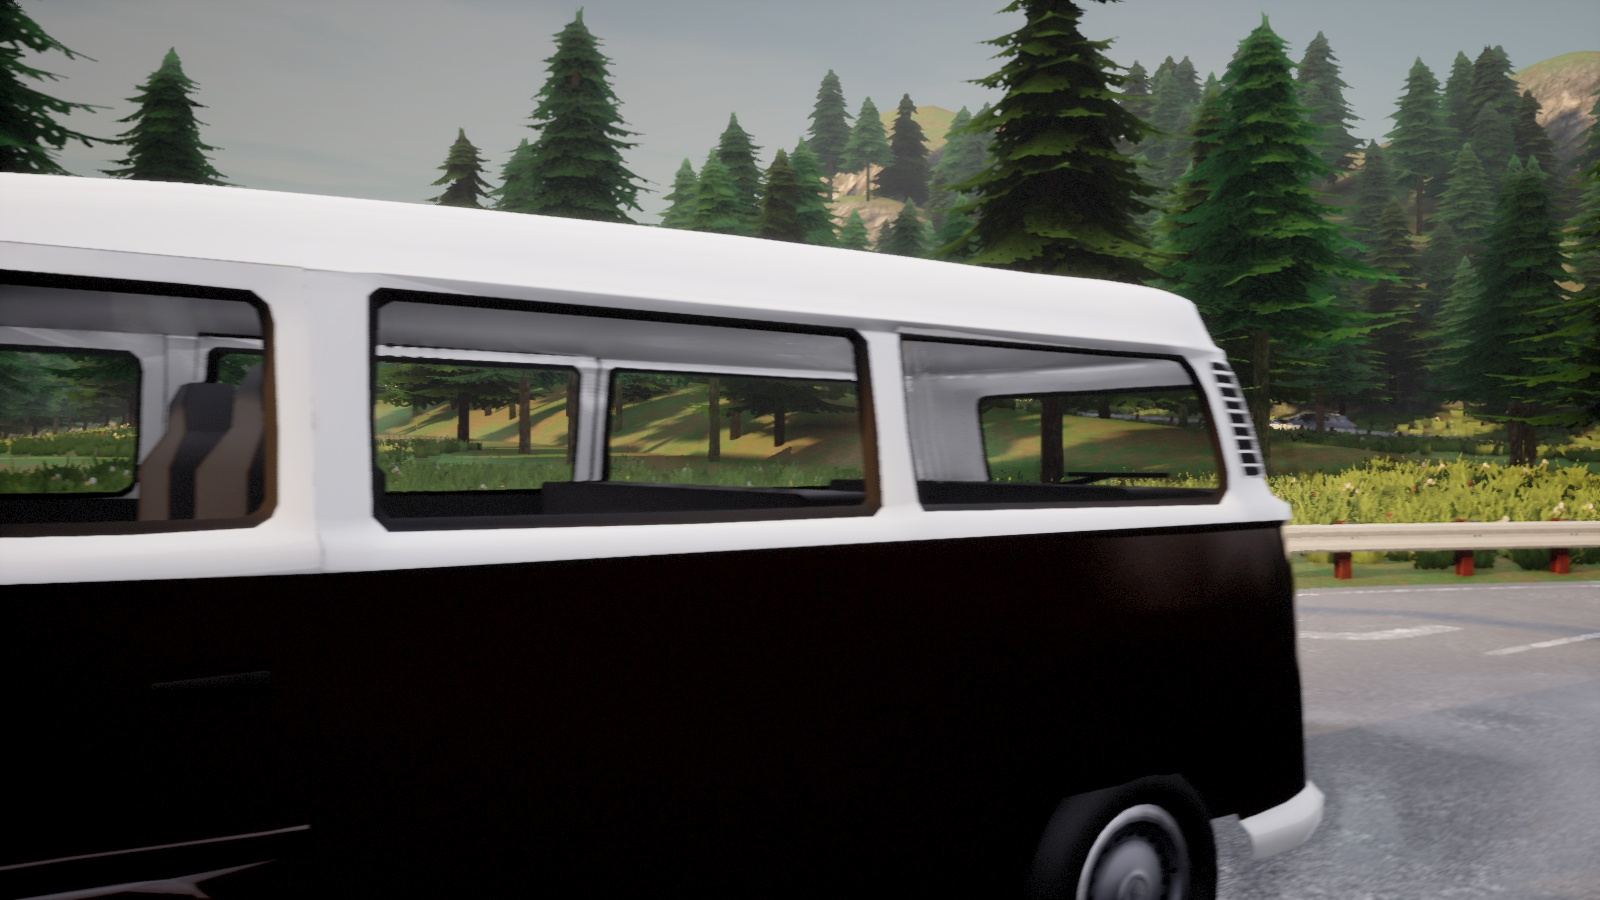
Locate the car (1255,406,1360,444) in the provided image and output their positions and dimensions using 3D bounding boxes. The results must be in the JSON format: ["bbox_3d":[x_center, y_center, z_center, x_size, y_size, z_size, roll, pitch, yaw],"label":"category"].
[{"bbox_3d":[27.201,-1.347,67.430,4.856,1.649,2.033,4,0,11],"label":"car"}]

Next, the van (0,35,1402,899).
[{"bbox_3d":[-0.706,0.481,3.168,4.480,2.038,2.069,1,0,-35],"label":"van"}]
